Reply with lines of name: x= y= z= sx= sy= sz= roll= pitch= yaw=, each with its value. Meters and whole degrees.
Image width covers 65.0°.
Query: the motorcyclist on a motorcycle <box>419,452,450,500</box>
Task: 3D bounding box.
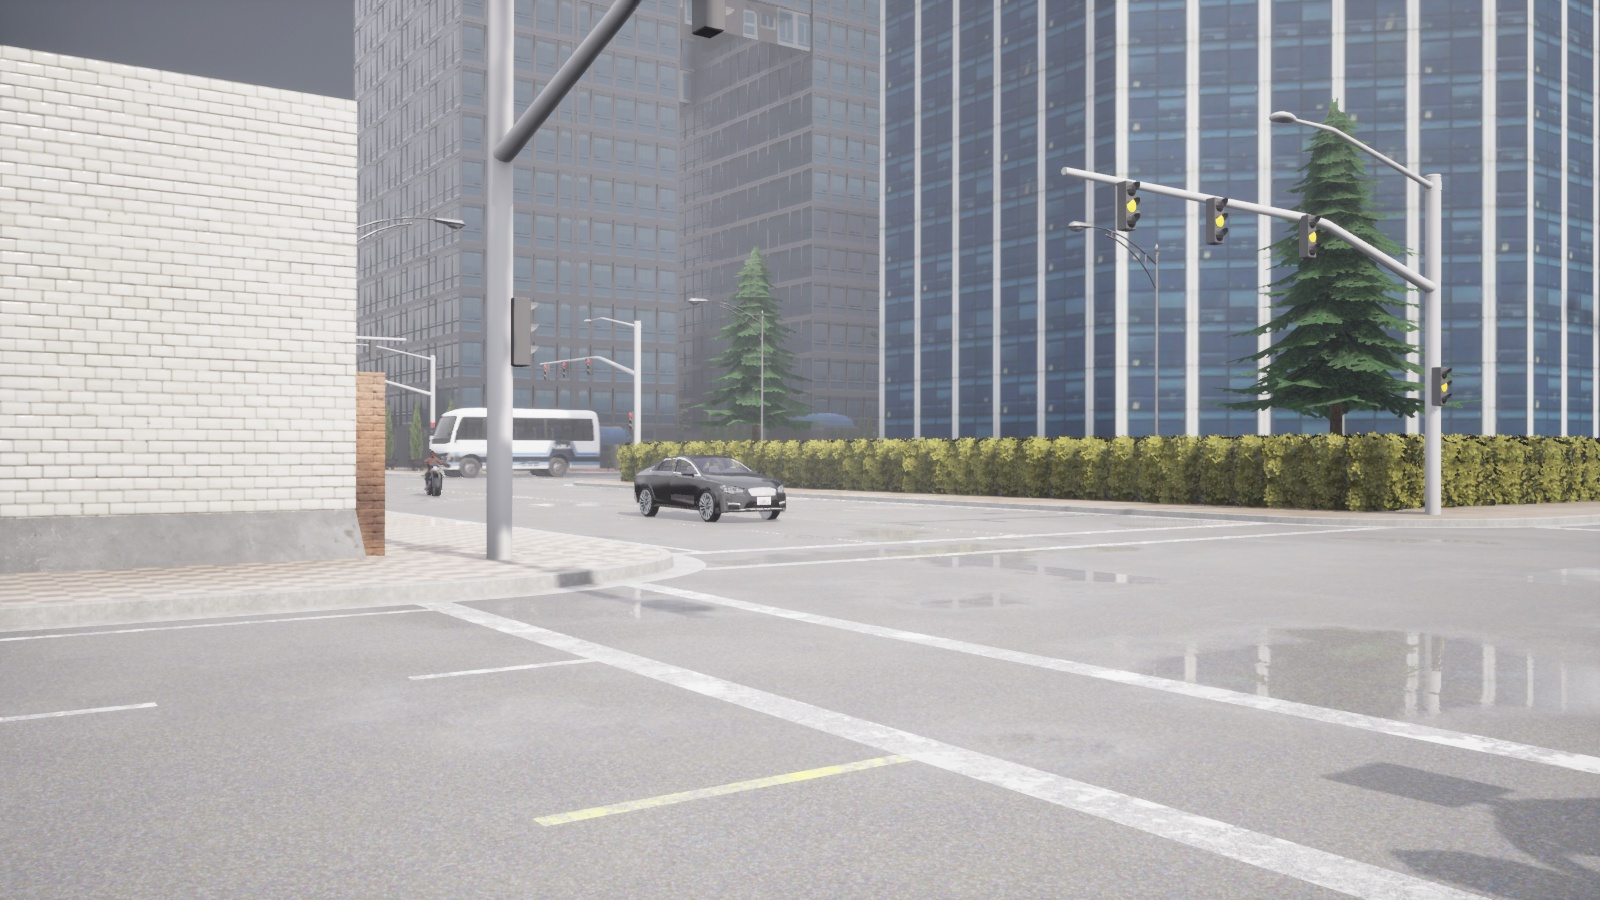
motorcyclist on a motorcycle: x=-12.809 y=0.885 z=43.976 sx=0.766 sy=1.649 sz=2.350 roll=0 pitch=0 yaw=-23

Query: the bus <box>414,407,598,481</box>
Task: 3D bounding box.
bus: x=-17.950 y=-0.350 z=77.021 sx=10.273 sy=4.253 sz=3.944 roll=0 pitch=0 yaw=-36

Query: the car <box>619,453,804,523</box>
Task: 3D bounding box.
car: x=-2.194 y=0.834 z=29.697 sx=2.128 sy=1.511 sz=4.902 roll=0 pitch=0 yaw=-35
